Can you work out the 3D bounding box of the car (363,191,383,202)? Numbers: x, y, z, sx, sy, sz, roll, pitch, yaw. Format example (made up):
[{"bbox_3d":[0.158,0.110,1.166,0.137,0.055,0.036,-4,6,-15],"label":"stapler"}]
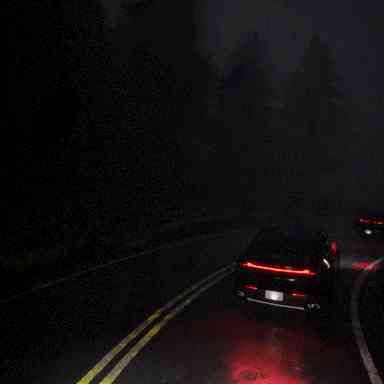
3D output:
[{"bbox_3d":[12.877,0.659,21.194,4.892,1.490,1.837,-2,5,-29],"label":"car"}]

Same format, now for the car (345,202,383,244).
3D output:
[{"bbox_3d":[9.476,1.408,15.343,4.892,1.490,1.837,-1,5,-33],"label":"car"}]

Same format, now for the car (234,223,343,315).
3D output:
[{"bbox_3d":[2.425,1.502,7.848,1.837,1.490,4.892,2,1,25],"label":"car"}]
